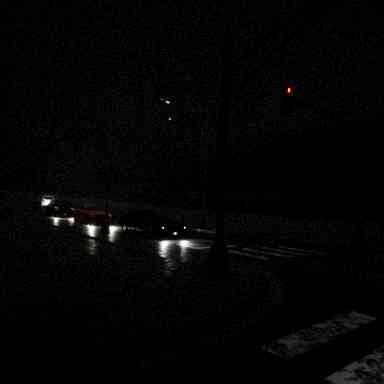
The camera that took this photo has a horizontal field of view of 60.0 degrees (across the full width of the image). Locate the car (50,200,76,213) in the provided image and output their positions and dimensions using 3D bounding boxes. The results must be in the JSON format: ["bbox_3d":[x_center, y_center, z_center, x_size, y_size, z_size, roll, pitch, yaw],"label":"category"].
[{"bbox_3d":[-17.717,1.938,45.453,2.128,1.511,4.902,4,-2,-35],"label":"car"}]

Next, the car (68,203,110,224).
[{"bbox_3d":[-8.213,1.768,27.260,1.882,1.535,5.008,4,-3,-36],"label":"car"}]

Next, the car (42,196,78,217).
[{"bbox_3d":[-14.068,1.677,35.434,2.097,1.767,4.553,4,-2,-35],"label":"car"}]

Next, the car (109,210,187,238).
[{"bbox_3d":[-2.490,1.760,19.229,2.033,1.411,5.357,4,-3,-38],"label":"car"}]

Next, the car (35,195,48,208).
[{"bbox_3d":[-23.591,1.546,53.583,2.150,2.045,5.566,4,-1,-36],"label":"car"}]
